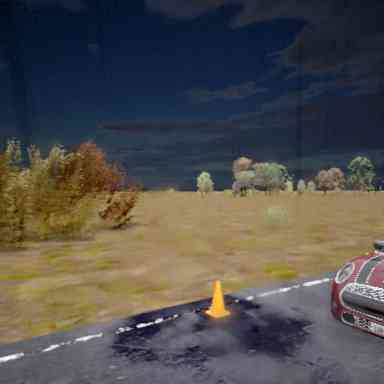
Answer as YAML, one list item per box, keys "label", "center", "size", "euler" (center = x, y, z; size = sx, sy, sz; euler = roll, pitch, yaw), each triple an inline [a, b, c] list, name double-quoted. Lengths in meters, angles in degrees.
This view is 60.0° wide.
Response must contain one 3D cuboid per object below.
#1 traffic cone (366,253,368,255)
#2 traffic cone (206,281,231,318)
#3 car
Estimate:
- label: "traffic cone"
  center: [4.711, 1.943, 8.930]
  size: [0.340, 0.580, 0.340]
  euler: [0, 0, -33]
- label: "traffic cone"
  center: [0.487, 1.944, 6.136]
  size: [0.340, 0.580, 0.340]
  euler: [0, 0, -34]
- label: "car"
  center: [4.549, 1.346, 5.890]
  size: [4.553, 1.767, 2.097]
  euler: [0, 0, -33]
